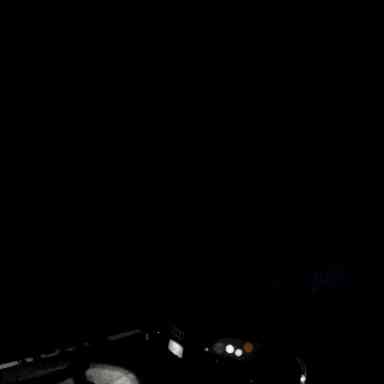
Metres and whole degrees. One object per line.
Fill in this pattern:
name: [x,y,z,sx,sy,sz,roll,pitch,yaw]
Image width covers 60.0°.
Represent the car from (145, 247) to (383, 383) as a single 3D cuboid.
car: [1.439,1.582,4.898,4.181,1.385,1.994,0,0,-35]
